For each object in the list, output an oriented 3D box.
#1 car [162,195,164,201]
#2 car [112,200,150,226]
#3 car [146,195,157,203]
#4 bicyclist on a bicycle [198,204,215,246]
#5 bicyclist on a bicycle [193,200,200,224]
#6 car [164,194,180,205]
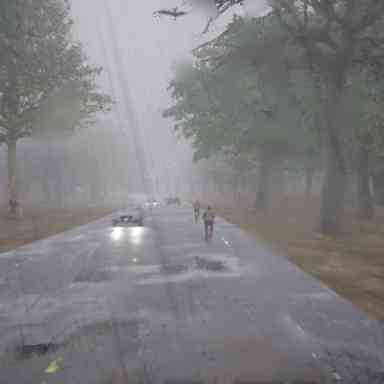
[{"bbox_3d":[-5.679,1.329,74.199,1.895,1.301,4.718,0,0,-9],"label":"car"},{"bbox_3d":[-4.205,1.520,22.829,1.994,1.385,4.181,0,0,-3],"label":"car"},{"bbox_3d":[-7.730,1.310,63.530,1.837,1.490,4.892,0,1,-7],"label":"car"},{"bbox_3d":[0.717,1.420,14.099,0.582,1.620,1.656,0,0,-2],"label":"bicyclist on a bicycle"},{"bbox_3d":[0.360,1.396,23.151,0.582,1.620,1.656,0,0,-3],"label":"bicyclist on a bicycle"},{"bbox_3d":[-3.149,1.172,55.477,2.097,1.767,4.553,0,0,-6],"label":"car"}]
